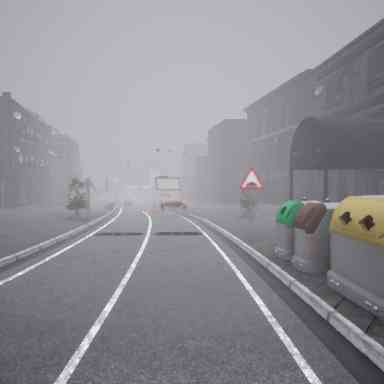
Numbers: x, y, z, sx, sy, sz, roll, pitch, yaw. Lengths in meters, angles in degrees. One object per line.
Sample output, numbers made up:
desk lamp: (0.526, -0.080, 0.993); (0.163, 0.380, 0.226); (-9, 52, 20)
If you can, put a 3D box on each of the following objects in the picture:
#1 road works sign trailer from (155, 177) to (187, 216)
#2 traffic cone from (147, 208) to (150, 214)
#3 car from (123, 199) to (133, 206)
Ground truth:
road works sign trailer: (-2.147, 0.264, 31.070); (2.380, 3.560, 2.880); (0, -26, -20)
traffic cone: (-4.907, 2.155, 37.492); (0.340, 0.580, 0.340); (0, -1, -10)
car: (-14.426, 2.401, 75.451); (1.837, 1.490, 4.892); (0, 0, -12)
